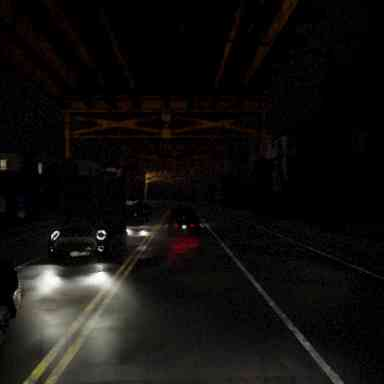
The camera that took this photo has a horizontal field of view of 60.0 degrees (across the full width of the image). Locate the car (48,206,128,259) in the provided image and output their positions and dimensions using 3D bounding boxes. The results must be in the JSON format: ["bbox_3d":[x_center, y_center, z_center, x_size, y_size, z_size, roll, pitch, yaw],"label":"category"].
[{"bbox_3d":[-3.974,1.500,13.340,2.097,1.767,4.553,0,0,-2],"label":"car"}]

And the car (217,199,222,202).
[{"bbox_3d":[9.321,2.162,92.774,4.974,1.542,2.038,-1,-1,28],"label":"car"}]

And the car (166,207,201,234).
[{"bbox_3d":[-0.514,1.686,20.694,1.837,1.490,4.892,0,0,-2],"label":"car"}]

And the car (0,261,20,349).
[{"bbox_3d":[-3.662,1.553,3.450,2.128,1.511,4.902,0,0,-1],"label":"car"}]

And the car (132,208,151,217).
[{"bbox_3d":[-4.321,1.537,27.033,1.994,1.385,4.181,0,0,-2],"label":"car"}]
